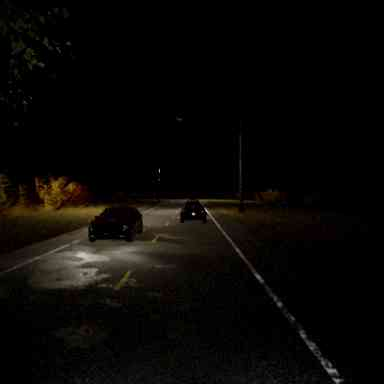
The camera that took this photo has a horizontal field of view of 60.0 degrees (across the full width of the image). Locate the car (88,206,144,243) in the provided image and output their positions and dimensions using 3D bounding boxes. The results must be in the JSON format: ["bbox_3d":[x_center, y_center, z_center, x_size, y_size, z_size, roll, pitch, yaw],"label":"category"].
[{"bbox_3d":[-3.586,1.470,16.346,1.882,1.535,5.008,0,0,0],"label":"car"}]

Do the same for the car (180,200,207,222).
[{"bbox_3d":[0.111,1.555,25.977,1.994,1.385,4.181,0,0,0],"label":"car"}]

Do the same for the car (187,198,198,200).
[{"bbox_3d":[0.117,1.494,42.645,1.837,1.490,4.892,0,0,0],"label":"car"}]
